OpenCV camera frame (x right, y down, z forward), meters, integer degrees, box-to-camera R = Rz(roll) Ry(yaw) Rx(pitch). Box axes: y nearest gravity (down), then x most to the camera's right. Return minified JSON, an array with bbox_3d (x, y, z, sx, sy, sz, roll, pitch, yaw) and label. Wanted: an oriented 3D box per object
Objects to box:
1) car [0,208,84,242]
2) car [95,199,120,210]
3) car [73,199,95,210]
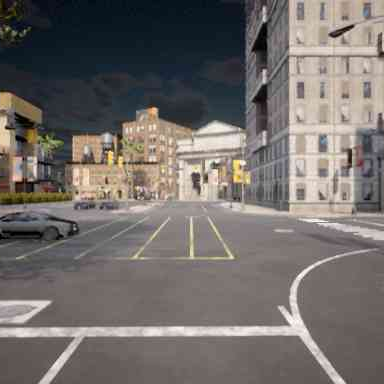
[{"bbox_3d":[-7.753,1.627,16.288,4.181,1.385,1.994,0,0,0],"label":"car"},{"bbox_3d":[-11.580,1.727,46.994,2.033,1.411,5.357,0,0,0],"label":"car"},{"bbox_3d":[-15.080,1.727,47.164,2.033,1.411,5.357,0,0,0],"label":"car"}]
